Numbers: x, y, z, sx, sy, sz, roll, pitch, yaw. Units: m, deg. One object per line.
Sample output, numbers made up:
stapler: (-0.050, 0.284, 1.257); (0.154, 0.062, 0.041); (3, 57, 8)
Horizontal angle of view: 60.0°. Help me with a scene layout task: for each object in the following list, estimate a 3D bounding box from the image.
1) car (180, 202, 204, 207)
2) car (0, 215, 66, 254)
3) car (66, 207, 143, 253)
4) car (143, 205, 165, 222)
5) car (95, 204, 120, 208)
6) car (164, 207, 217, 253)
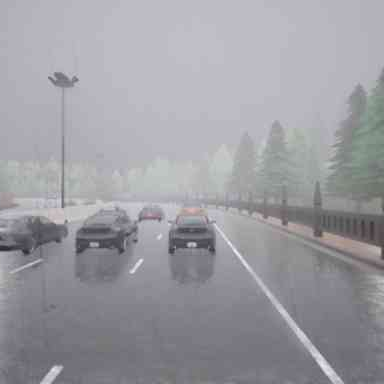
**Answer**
car: (0.001, 1.625, 29.094); (2.097, 1.767, 4.553); (0, -1, 0)
car: (-6.998, 1.680, 14.000); (2.033, 1.411, 5.357); (0, -1, 0)
car: (-3.495, 1.644, 14.336); (1.837, 1.490, 4.892); (0, 0, 0)
car: (-3.500, 1.841, 29.308); (1.994, 1.385, 4.181); (0, 0, 0)
car: (-6.998, 1.876, 29.116); (1.895, 1.301, 4.718); (0, -1, 0)
car: (0.005, 1.644, 14.328); (1.837, 1.490, 4.892); (0, 0, 0)
